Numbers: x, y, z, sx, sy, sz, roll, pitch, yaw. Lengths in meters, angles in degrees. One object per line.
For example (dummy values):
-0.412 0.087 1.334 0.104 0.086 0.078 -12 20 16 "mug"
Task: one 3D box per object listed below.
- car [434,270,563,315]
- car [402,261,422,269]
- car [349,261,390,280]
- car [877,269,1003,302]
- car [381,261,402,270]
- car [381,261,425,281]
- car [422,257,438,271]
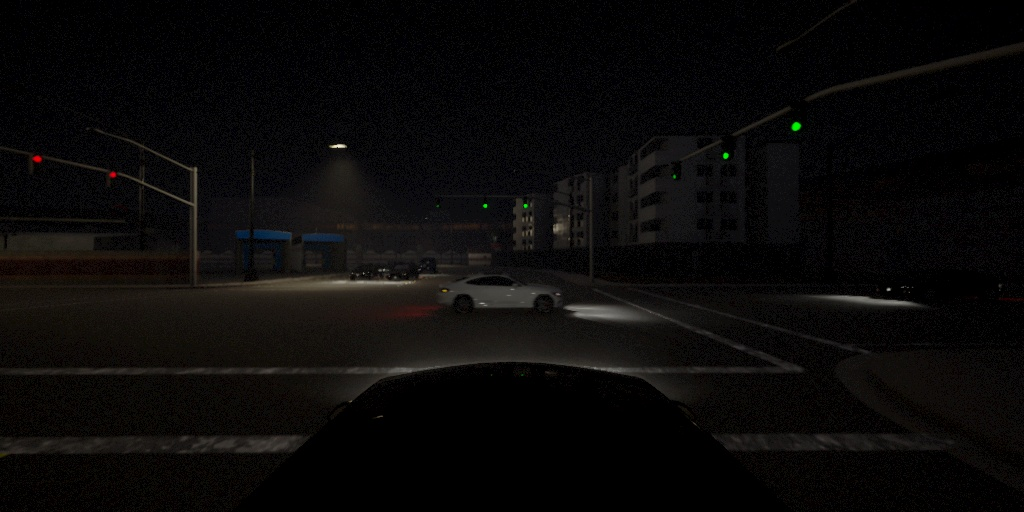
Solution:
-0.446 1.349 13.491 4.674 1.442 1.812 0 0 -1 "car"
-17.592 1.586 62.930 1.994 1.385 4.181 0 0 -34 "car"
-13.497 1.429 33.697 1.837 1.490 4.892 0 0 0 "car"
20.765 1.380 17.508 4.892 1.490 1.837 0 0 -1 "car"
-20.570 1.561 61.114 2.033 1.411 5.357 0 0 -35 "car"
-9.964 1.470 33.245 2.033 1.411 5.357 0 0 0 "car"
-10.916 1.190 46.975 2.150 2.045 5.566 0 0 -12 "car"
